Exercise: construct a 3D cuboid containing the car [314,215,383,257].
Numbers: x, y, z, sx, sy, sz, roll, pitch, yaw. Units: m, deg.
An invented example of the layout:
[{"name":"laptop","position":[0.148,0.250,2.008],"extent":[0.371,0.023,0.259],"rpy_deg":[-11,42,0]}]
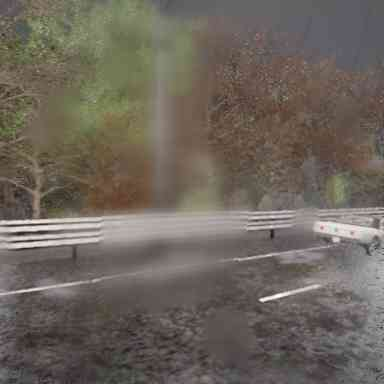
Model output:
[{"name":"car","position":[6.986,1.635,13.067],"extent":[4.718,1.301,1.895],"rpy_deg":[7,-1,-34]}]
